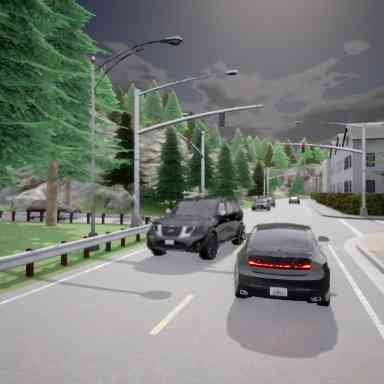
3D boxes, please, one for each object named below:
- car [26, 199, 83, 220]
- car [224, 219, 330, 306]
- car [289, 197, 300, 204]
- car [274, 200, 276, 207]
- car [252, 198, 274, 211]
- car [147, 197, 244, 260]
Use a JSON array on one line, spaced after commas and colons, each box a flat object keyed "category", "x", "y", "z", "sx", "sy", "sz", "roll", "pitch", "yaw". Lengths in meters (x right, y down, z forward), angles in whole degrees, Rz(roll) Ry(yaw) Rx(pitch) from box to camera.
[{"category": "car", "x": -11.426, "y": 1.367, "z": 27.725, "sx": 4.553, "sy": 1.767, "sz": 2.097, "roll": 0, "pitch": 0, "yaw": 17}, {"category": "car", "x": 2.237, "y": 1.505, "z": 8.165, "sx": 1.837, "sy": 1.490, "sz": 4.892, "roll": 0, "pitch": 0, "yaw": 17}, {"category": "car", "x": 19.234, "y": 1.564, "z": 62.531, "sx": 1.994, "sy": 1.385, "sz": 4.181, "roll": 0, "pitch": 0, "yaw": 17}, {"category": "car", "x": 11.641, "y": 1.564, "z": 50.614, "sx": 1.994, "sy": 1.385, "sz": 4.181, "roll": 0, "pitch": 0, "yaw": 17}, {"category": "car", "x": 8.644, "y": 1.564, "z": 41.073, "sx": 1.994, "sy": 1.385, "sz": 4.181, "roll": 0, "pitch": 0, "yaw": 17}, {"category": "car", "x": 0.440, "y": 1.221, "z": 12.952, "sx": 2.150, "sy": 2.045, "sz": 5.566, "roll": 0, "pitch": 0, "yaw": 25}]
